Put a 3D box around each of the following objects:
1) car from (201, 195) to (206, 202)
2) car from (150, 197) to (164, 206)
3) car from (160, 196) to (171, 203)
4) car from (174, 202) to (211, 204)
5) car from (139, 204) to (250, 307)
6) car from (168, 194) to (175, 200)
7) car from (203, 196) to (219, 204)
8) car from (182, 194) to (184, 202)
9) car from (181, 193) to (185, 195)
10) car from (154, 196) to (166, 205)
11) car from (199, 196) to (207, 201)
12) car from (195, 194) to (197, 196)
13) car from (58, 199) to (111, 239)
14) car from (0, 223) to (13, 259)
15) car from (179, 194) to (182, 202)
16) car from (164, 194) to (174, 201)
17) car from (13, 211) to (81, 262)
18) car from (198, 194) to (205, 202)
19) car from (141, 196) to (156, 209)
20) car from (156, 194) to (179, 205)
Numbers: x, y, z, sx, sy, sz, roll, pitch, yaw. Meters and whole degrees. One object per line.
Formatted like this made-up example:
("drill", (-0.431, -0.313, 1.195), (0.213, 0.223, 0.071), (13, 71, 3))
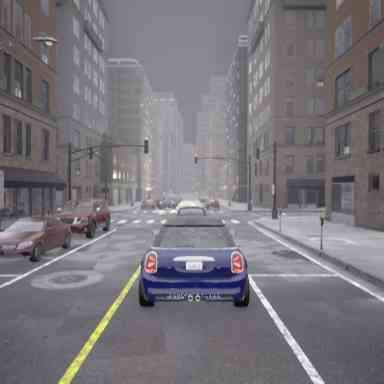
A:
("car", (2.777, 1.536, 50.316), (1.752, 1.417, 4.829), (-1, 0, 0))
("car", (-5.755, 1.561, 55.672), (1.887, 1.381, 4.507), (-1, 0, 0))
("car", (-5.779, 1.591, 72.366), (2.008, 1.369, 4.403), (-1, 0, 0))
("car", (-0.009, 1.500, 17.302), (1.837, 1.490, 4.892), (0, 0, 0))
("car", (0.051, 1.349, 8.124), (2.097, 1.767, 4.553), (0, 0, 0))
("car", (-5.813, 1.520, 94.628), (1.967, 1.590, 4.097), (-1, 0, 0))
("car", (2.786, 1.587, 44.582), (1.802, 1.307, 4.206), (-1, 0, 0))
("car", (-3.137, 1.576, 64.694), (2.033, 1.411, 5.357), (0, 0, 1))
("car", (-3.108, 1.593, 76.405), (1.895, 1.301, 4.718), (0, 0, 0))
("car", (-5.763, 1.549, 61.067), (1.752, 1.417, 4.829), (-1, 0, 0))
("car", (2.730, 1.611, 83.526), (2.008, 1.369, 4.403), (-1, 0, 0))
("car", (2.719, 1.385, 89.090), (2.192, 1.841, 5.009), (-1, 0, 0))
("car", (-5.702, 1.310, 17.542), (2.192, 1.841, 5.009), (-1, 0, 0))
("car", (-5.684, 1.548, 6.377), (2.008, 1.369, 4.403), (-1, 0, 0))
("car", (-3.166, 1.507, 54.275), (2.128, 1.511, 4.902), (0, 0, 0))
("car", (-5.798, 1.375, 83.498), (2.192, 1.841, 5.009), (-1, 0, 0))
("car", (-5.691, 1.577, 11.960), (1.802, 1.307, 4.206), (-1, 0, 0))
("car", (2.754, 1.576, 66.835), (1.887, 1.381, 4.507), (-1, 0, 0))
("car", (-5.739, 1.588, 44.543), (1.802, 1.307, 4.206), (-1, 0, 0))
("car", (-3.159, 1.357, 43.943), (2.097, 1.767, 4.553), (0, 0, 0))
